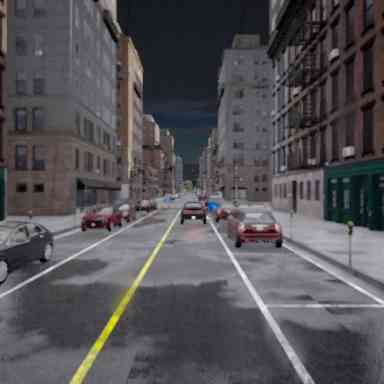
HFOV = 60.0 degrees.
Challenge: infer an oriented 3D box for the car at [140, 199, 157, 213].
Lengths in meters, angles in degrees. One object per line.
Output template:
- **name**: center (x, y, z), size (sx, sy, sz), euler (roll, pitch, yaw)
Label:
- **car**: center (-5.377, 1.539, 36.906), size (1.887, 1.381, 4.507), euler (0, 0, 0)

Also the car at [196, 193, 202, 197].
- **car**: center (2.728, 1.291, 79.786), size (2.192, 1.841, 5.009), euler (0, 0, 0)

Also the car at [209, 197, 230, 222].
- **car**: center (2.645, 1.437, 25.882), size (1.967, 1.590, 4.097), euler (0, 0, 0)

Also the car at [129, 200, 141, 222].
- **car**: center (-5.380, 1.579, 25.884), size (1.802, 1.307, 4.206), euler (0, 0, 0)

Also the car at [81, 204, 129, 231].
- **car**: center (-5.382, 1.543, 20.373), size (1.887, 1.381, 4.507), euler (0, 0, 0)

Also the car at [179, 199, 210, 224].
- **car**: center (0.108, 1.500, 25.067), size (1.837, 1.490, 4.892), euler (0, 0, 0)

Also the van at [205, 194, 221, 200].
- **van**: center (2.648, 1.335, 36.903), size (1.690, 1.788, 3.998), euler (0, 0, 0)

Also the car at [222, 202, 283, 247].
- **car**: center (2.642, 1.438, 14.859), size (1.967, 1.590, 4.097), euler (0, 0, 0)

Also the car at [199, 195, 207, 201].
- **car**: center (2.725, 1.525, 85.192), size (2.008, 1.369, 4.403), euler (0, 0, 0)

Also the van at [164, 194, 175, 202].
- **van**: center (-5.386, 1.321, 74.381), size (1.690, 1.788, 3.998), euler (0, 0, 0)

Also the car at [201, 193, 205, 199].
- **car**: center (2.650, 1.307, 42.415), size (2.192, 1.841, 5.009), euler (0, 0, 0)

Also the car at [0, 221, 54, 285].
- **car**: center (-5.385, 1.550, 9.351), size (2.008, 1.369, 4.403), euler (0, 0, 0)

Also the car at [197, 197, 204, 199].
- **car**: center (0.111, 1.594, 40.862), size (1.895, 1.301, 4.718), euler (0, 0, 0)

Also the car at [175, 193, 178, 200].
- **car**: center (-5.380, 1.540, 85.193), size (1.947, 1.339, 4.313), euler (0, 0, 0)
